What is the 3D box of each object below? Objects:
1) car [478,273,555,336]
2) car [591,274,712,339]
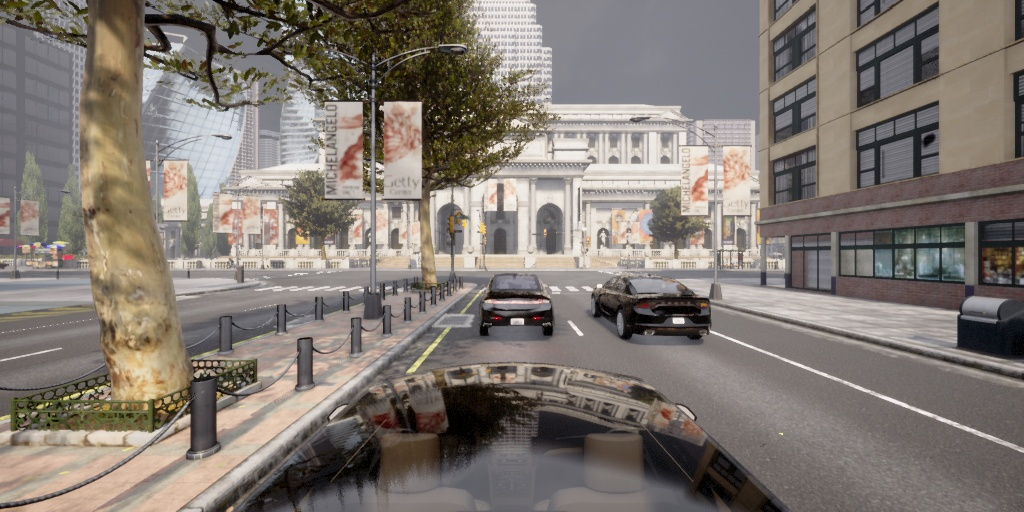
[{"bbox_3d":[0.080,1.242,10.376,2.128,1.511,4.902,0,0,-1],"label":"car"},{"bbox_3d":[3.565,1.228,10.109,1.882,1.535,5.008,0,0,0],"label":"car"}]
